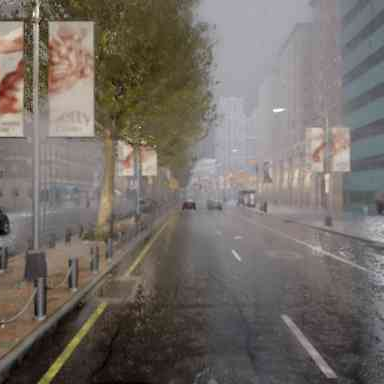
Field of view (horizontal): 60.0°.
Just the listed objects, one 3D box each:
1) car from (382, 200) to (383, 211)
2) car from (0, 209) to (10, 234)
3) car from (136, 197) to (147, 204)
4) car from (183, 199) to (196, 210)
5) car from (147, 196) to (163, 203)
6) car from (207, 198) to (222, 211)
[{"bbox_3d":[22.445,1.624,36.871,2.161,1.482,4.786,0,0,-1],"label":"car"},{"bbox_3d":[-11.745,1.525,17.633,2.097,1.767,4.553,0,0,0],"label":"car"},{"bbox_3d":[-12.329,2.128,80.086,1.882,1.535,5.008,0,0,-1],"label":"car"},{"bbox_3d":[-0.421,1.864,50.408,1.882,1.535,5.008,0,0,-1],"label":"car"},{"bbox_3d":[-8.830,1.994,80.154,2.097,1.767,4.553,0,0,-1],"label":"car"},{"bbox_3d":[3.118,1.841,47.097,2.128,1.511,4.902,0,0,-1],"label":"car"}]
